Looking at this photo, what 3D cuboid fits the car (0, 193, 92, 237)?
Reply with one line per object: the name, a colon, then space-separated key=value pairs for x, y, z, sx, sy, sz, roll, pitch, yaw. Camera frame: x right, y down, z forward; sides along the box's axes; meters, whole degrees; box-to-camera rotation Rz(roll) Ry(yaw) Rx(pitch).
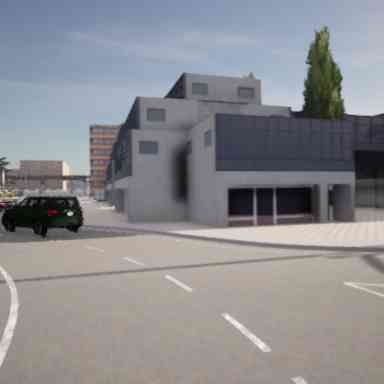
car: x=-8.307 y=1.231 z=18.470 sx=5.566 sy=2.045 sz=2.150 roll=-1 pitch=0 yaw=37
